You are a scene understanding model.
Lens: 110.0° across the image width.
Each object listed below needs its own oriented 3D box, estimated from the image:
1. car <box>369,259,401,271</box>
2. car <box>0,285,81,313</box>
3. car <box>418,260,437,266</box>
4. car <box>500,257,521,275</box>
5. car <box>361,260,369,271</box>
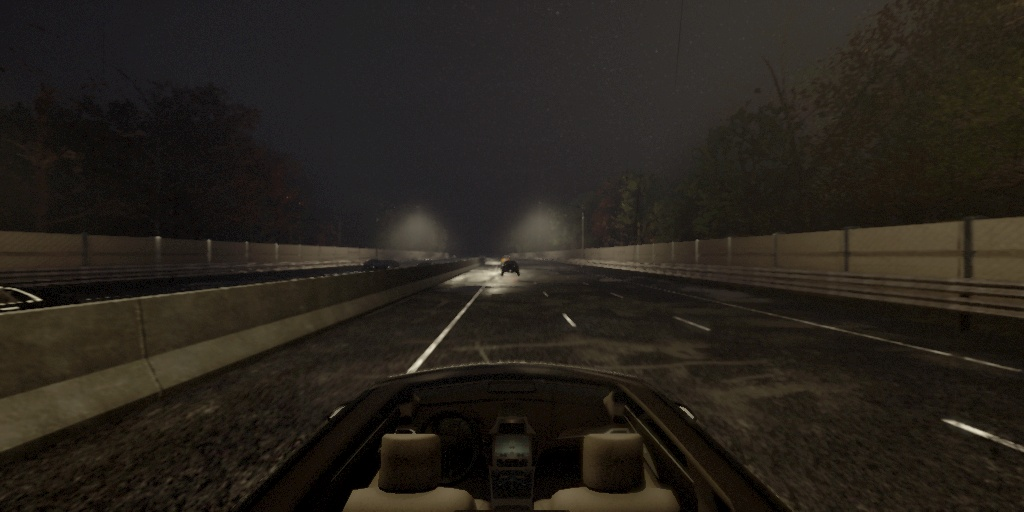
[{"bbox_3d":[-14.395,1.135,41.466,1.882,1.535,5.008,0,0,-1],"label":"car"},{"bbox_3d":[-10.586,1.249,6.027,1.837,1.490,4.892,0,0,0],"label":"car"},{"bbox_3d":[-11.017,1.207,47.250,1.994,1.385,4.181,0,0,-1],"label":"car"},{"bbox_3d":[-0.180,1.173,37.096,1.837,1.490,4.892,0,0,-1],"label":"car"},{"bbox_3d":[-18.009,1.148,46.993,1.837,1.490,4.892,0,0,-1],"label":"car"}]
